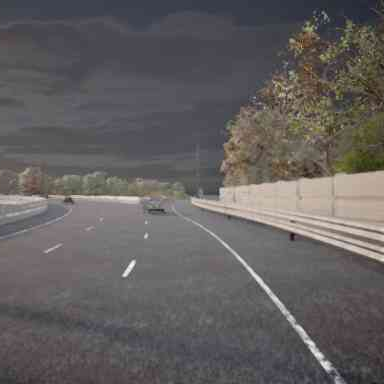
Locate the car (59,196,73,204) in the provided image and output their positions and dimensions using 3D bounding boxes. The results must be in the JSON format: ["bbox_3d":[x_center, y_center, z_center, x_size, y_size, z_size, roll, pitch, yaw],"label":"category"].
[{"bbox_3d":[-23.880,1.497,63.131,1.837,1.490,4.892,1,0,-33],"label":"car"}]

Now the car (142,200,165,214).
[{"bbox_3d":[-4.259,1.548,36.181,2.033,1.411,5.357,0,0,-16],"label":"car"}]
